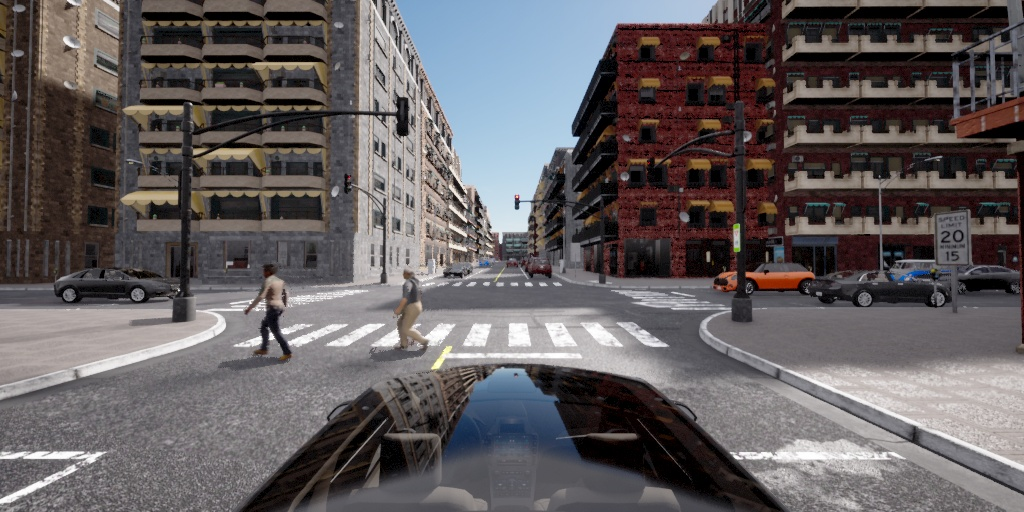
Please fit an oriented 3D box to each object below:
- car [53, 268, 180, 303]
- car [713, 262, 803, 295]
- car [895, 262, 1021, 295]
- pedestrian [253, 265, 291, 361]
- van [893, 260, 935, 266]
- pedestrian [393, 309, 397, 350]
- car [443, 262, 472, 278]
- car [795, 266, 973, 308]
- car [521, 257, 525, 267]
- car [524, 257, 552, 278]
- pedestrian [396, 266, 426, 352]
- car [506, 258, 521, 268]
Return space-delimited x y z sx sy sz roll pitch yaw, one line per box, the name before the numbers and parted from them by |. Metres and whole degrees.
car | -17.344 1.281 16.087 4.892 1.490 1.837 0 -1 -1
car | 13.223 1.103 18.964 4.553 1.767 2.097 0 -1 1
car | 23.934 1.217 18.893 4.902 1.511 2.128 0 -1 0
pedestrian | -4.563 1.046 6.840 0.375 1.860 0.375 1 -1 0
van | 24.925 1.115 21.340 3.998 1.789 1.690 0 0 0
pedestrian | -2.327 1.422 8.026 0.500 1.100 0.500 1 -1 0
car | -5.278 1.328 33.770 1.948 1.339 4.313 0 0 0
car | 13.758 1.185 13.501 4.403 1.370 2.007 0 0 0
car | 2.615 1.086 44.930 2.192 1.841 5.009 0 0 0
car | 2.603 1.077 33.806 2.192 1.841 5.009 0 0 0
pedestrian | -2.075 1.044 7.436 0.375 1.860 0.375 1 -1 0
car | 0.070 1.174 63.365 2.097 1.767 4.553 0 0 0
